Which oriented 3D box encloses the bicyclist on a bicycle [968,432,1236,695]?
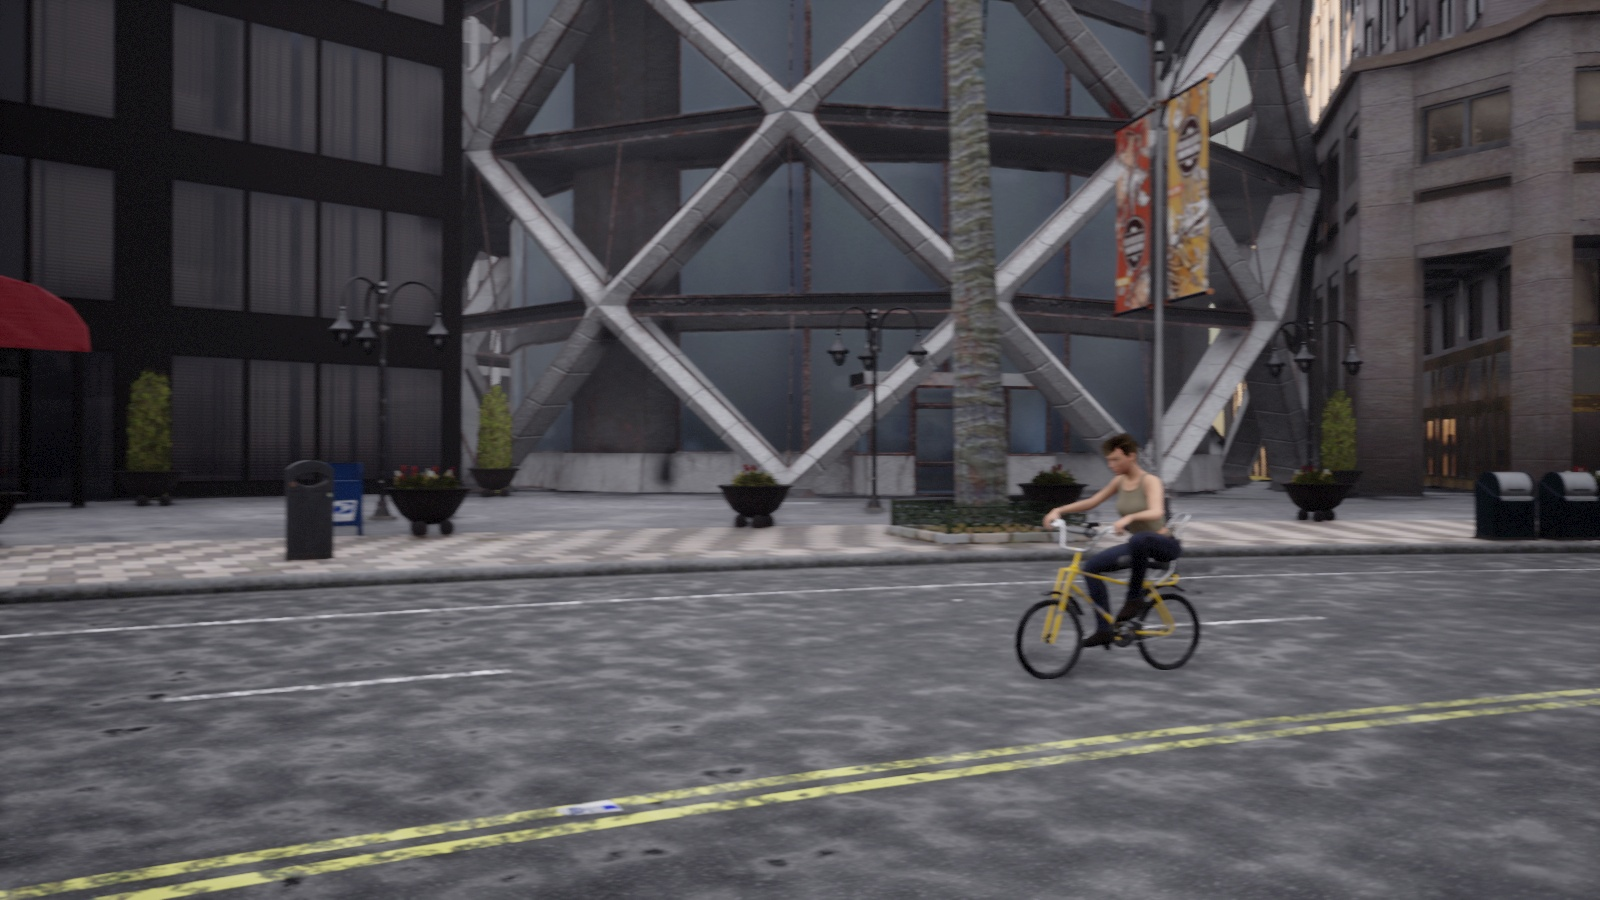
[{"bbox_3d":[1.999,0.689,8.368,1.509,1.612,0.866,0,1,-23],"label":"bicyclist on a bicycle"}]
